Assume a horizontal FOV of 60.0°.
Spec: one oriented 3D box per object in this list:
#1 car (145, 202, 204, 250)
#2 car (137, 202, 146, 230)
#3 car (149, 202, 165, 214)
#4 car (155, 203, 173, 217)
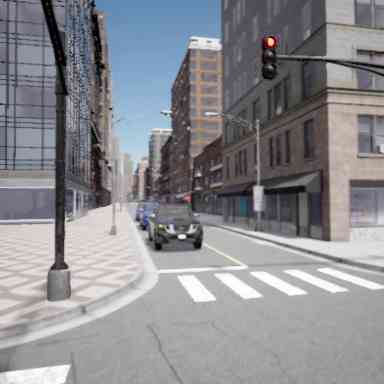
[{"bbox_3d":[-0.975,1.649,17.038,2.150,2.045,5.566,0,-1,-12],"label":"car"},{"bbox_3d":[-3.039,1.914,27.124,2.150,2.045,5.566,0,-1,-12],"label":"car"},{"bbox_3d":[-6.164,2.716,58.402,2.150,2.045,5.566,0,-1,-13],"label":"car"},{"bbox_3d":[-4.222,2.594,48.802,2.097,1.767,4.553,0,-1,-12],"label":"car"}]
